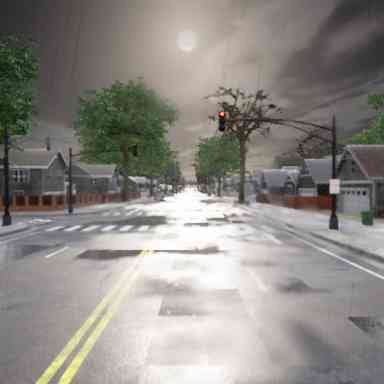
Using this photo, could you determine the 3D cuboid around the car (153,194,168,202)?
[{"bbox_3d":[-6.462,1.113,65.563,2.128,1.511,4.902,0,1,0],"label":"car"}]
